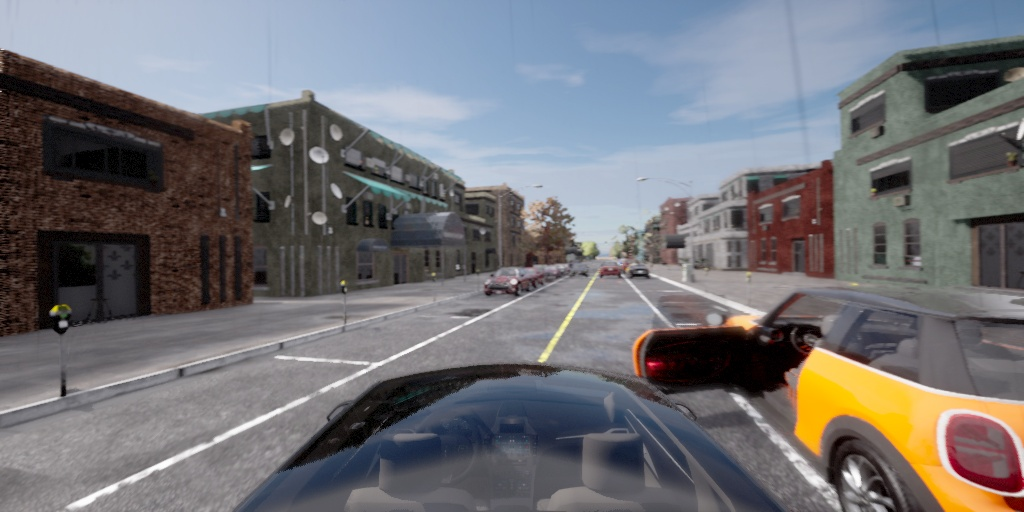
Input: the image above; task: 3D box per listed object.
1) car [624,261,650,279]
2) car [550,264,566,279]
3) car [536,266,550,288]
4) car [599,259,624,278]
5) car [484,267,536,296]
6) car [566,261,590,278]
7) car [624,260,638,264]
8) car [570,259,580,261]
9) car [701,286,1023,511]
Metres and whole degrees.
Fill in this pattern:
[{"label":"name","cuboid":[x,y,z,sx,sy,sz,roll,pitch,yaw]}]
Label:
[{"label":"car","cuboid":[12.186,1.476,34.534,1.948,1.339,4.313,0,0,15]},{"label":"car","cuboid":[4.083,1.618,36.669,1.802,1.307,4.207,0,0,15]},{"label":"car","cuboid":[1.252,1.514,25.940,1.888,1.381,4.507,0,0,15]},{"label":"car","cuboid":[9.997,1.310,36.500,2.097,1.767,4.553,-1,-1,15]},{"label":"car","cuboid":[-0.164,1.375,20.576,1.967,1.591,4.097,0,0,15]},{"label":"car","cuboid":[7.205,1.517,38.167,1.837,1.490,4.892,-1,-1,15]},{"label":"car","cuboid":[13.645,1.469,40.062,1.751,1.417,4.829,0,0,15]},{"label":"car","cuboid":[11.160,1.518,63.493,2.192,1.841,5.009,0,0,15]},{"label":"car","cuboid":[3.705,1.073,3.641,2.097,1.767,4.553,-1,-1,15]}]
